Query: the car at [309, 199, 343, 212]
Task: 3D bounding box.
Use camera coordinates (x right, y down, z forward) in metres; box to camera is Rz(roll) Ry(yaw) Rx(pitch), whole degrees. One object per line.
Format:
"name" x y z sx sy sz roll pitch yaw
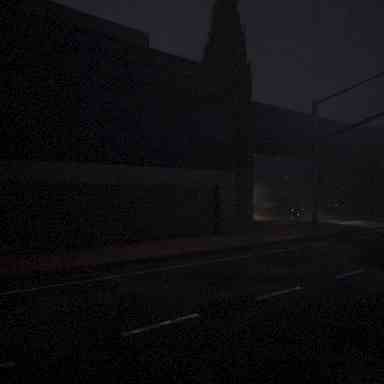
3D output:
"car" 14.820 1.526 37.979 1.812 1.442 4.674 0 0 -37

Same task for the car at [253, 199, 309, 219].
"car" 7.632 1.601 29.727 1.895 1.301 4.718 0 0 -37

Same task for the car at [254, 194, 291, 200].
"car" 8.695 1.221 34.158 2.150 2.045 5.566 0 0 -36
